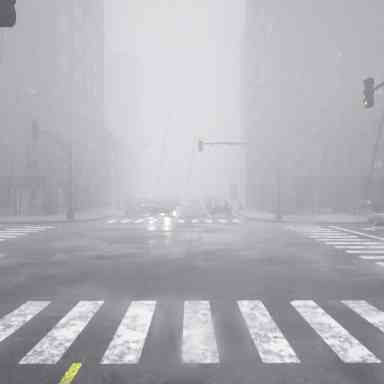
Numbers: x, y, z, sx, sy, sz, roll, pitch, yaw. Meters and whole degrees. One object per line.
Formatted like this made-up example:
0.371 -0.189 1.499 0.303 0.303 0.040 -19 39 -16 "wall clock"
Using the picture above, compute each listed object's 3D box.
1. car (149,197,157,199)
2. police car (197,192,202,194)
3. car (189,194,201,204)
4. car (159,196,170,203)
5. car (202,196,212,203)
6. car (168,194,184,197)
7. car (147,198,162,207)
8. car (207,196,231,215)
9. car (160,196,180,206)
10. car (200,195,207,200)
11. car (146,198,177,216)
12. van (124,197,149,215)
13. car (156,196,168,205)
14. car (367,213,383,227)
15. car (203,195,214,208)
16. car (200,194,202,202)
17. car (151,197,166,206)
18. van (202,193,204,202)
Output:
-5.673 1.443 39.091 1.967 1.590 4.097 0 0 0 "car"
2.747 1.421 79.490 1.930 1.638 5.238 0 0 0 "police car"
0.413 1.549 63.328 2.033 1.411 5.357 0 0 0 "car"
-5.535 1.566 67.432 1.947 1.339 4.313 0 0 0 "car"
2.990 1.551 67.399 2.008 1.369 4.403 0 0 0 "car"
-2.834 1.550 53.870 2.033 1.411 5.357 0 0 1 "car"
-5.618 1.585 50.428 1.802 1.307 4.206 0 0 0 "car"
2.825 1.442 33.383 1.967 1.590 4.097 0 0 0 "car"
-2.894 1.604 43.180 1.895 1.301 4.718 0 0 1 "car"
3.100 1.557 90.076 1.947 1.339 4.313 0 0 0 "car"
-2.943 1.603 33.197 1.895 1.301 4.718 0 0 3 "car"
-5.701 1.343 33.423 1.690 1.788 3.998 0 0 0 "van"
-5.564 1.527 61.594 1.752 1.417 4.829 0 0 0 "car"
13.633 1.615 20.716 4.718 1.301 1.895 0 0 0 "car"
2.880 1.443 44.721 1.967 1.590 4.097 0 0 0 "car"
2.963 1.527 61.899 1.752 1.417 4.829 0 0 0 "car"
-5.591 1.568 56.096 1.947 1.339 4.313 0 0 0 "car"
2.935 1.343 56.060 1.690 1.788 3.998 0 0 0 "van"
